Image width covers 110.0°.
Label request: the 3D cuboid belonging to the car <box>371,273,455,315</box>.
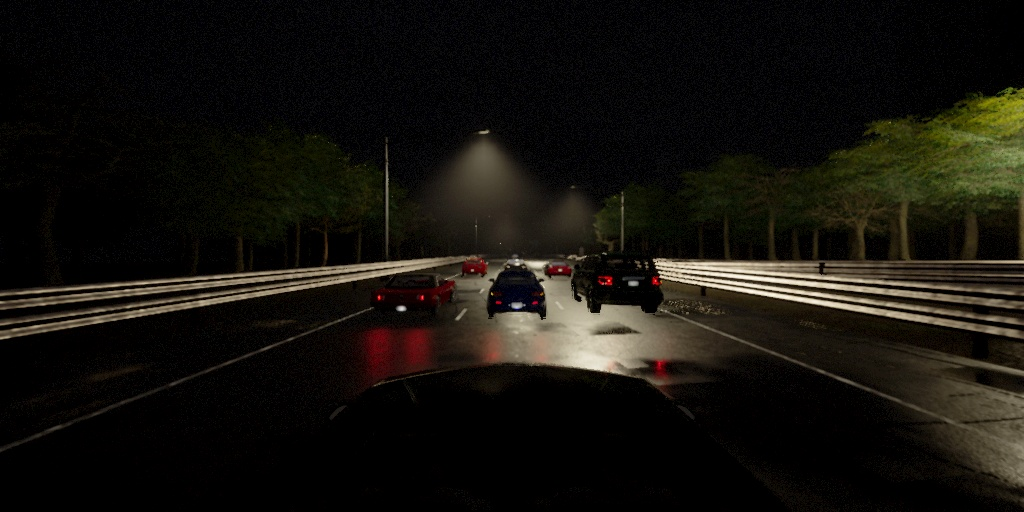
[{"bbox_3d":[-3.322,1.278,13.080,1.895,1.301,4.718,0,0,1],"label":"car"}]

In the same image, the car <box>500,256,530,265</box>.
[{"bbox_3d":[0.314,1.012,29.695,2.128,1.511,4.902,0,1,1],"label":"car"}]

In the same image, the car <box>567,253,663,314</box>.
[{"bbox_3d":[3.684,0.898,13.486,2.150,2.045,5.566,0,0,1],"label":"car"}]

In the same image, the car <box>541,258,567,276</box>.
[{"bbox_3d":[3.819,1.078,30.296,1.994,1.385,4.181,0,1,0],"label":"car"}]

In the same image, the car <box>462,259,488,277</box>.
[{"bbox_3d":[-3.171,0.977,31.266,1.882,1.535,5.008,0,1,0],"label":"car"}]

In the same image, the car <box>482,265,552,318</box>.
[{"bbox_3d":[0.165,1.208,12.464,1.812,1.442,4.674,0,1,1],"label":"car"}]
